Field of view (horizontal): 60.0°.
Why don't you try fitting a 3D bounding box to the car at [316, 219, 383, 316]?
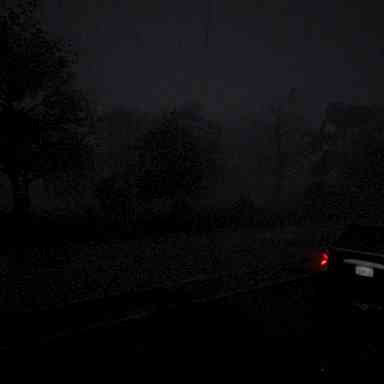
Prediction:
[{"bbox_3d":[4.588,1.328,6.730,4.553,1.767,2.097,0,0,-35],"label":"car"}]
